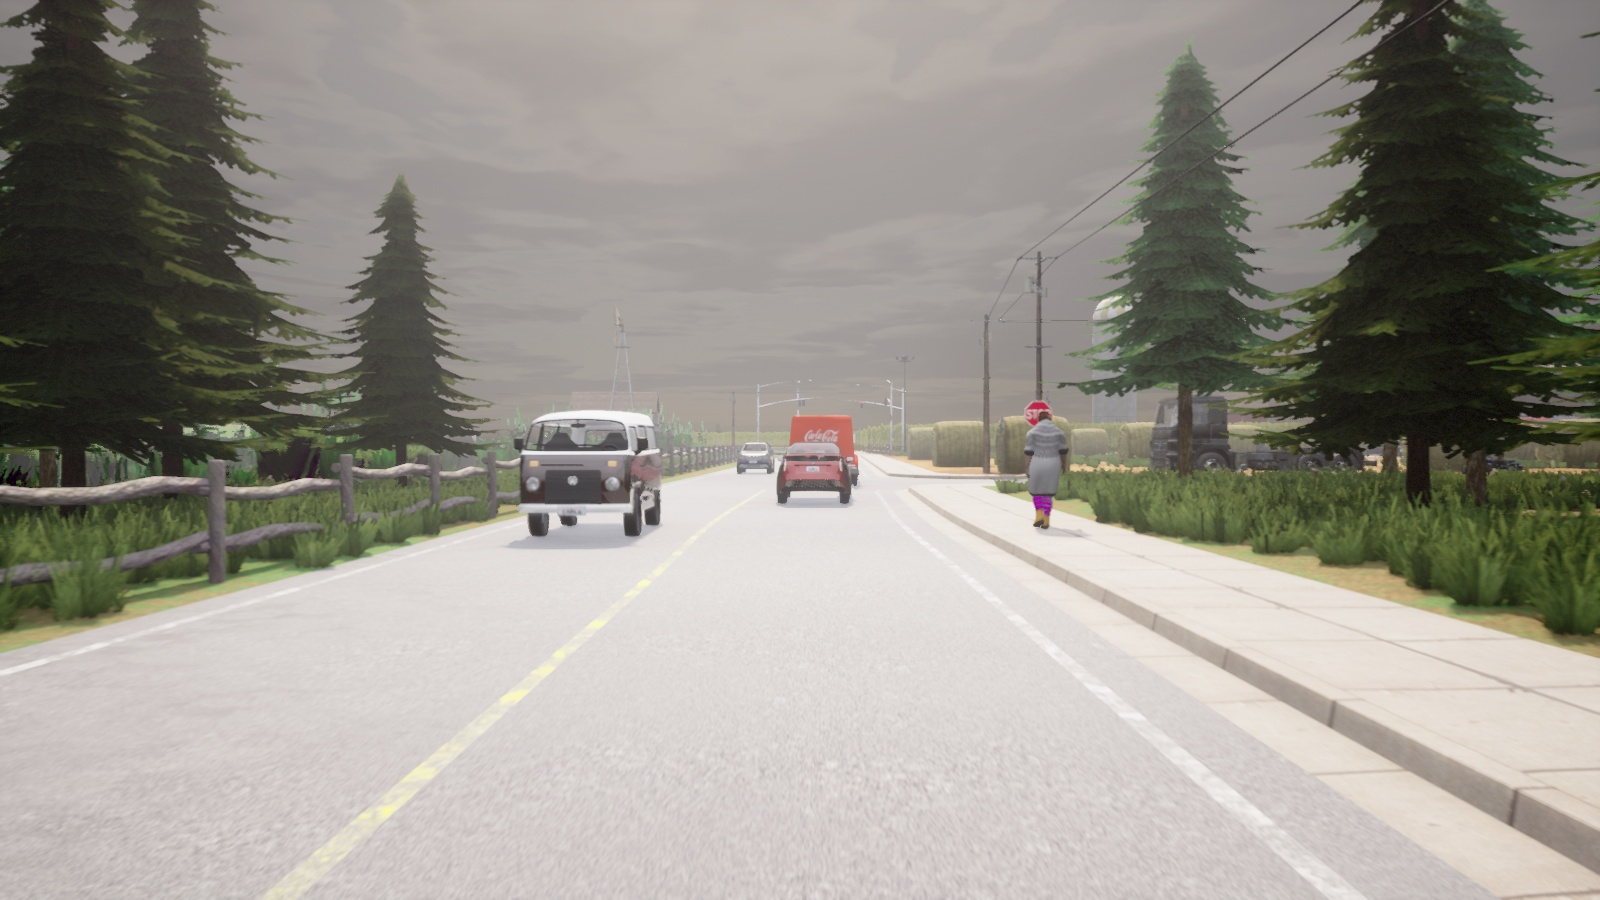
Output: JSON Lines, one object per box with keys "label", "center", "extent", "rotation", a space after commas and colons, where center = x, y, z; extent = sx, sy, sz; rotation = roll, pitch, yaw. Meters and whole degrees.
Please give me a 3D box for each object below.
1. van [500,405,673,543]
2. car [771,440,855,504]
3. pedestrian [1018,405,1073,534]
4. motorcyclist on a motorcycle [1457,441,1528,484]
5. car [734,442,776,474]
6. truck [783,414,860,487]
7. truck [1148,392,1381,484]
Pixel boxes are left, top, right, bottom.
{"label": "van", "center": [-3.393, 0.343, 20.866], "extent": [2.069, 2.038, 4.480], "rotation": [0, 0, 1]}
{"label": "car", "center": [0.383, 0.503, 32.291], "extent": [2.007, 1.525, 4.514], "rotation": [0, 0, 2]}
{"label": "pedestrian", "center": [3.784, 0.292, 19.427], "extent": [0.659, 1.952, 0.873], "rotation": [0, 0, -1]}
{"label": "motorcyclist on a motorcycle", "center": [26.891, 0.470, 48.758], "extent": [2.350, 1.649, 0.766], "rotation": [0, 0, -1]}
{"label": "car", "center": [-2.148, 0.370, 61.225], "extent": [1.789, 1.549, 3.705], "rotation": [0, 0, 2]}
{"label": "truck", "center": [0.826, 0.011, 45.459], "extent": [2.627, 2.467, 5.204], "rotation": [0, 0, 2]}
{"label": "truck", "center": [17.848, -0.468, 48.617], "extent": [7.936, 3.462, 2.891], "rotation": [0, 0, -1]}
